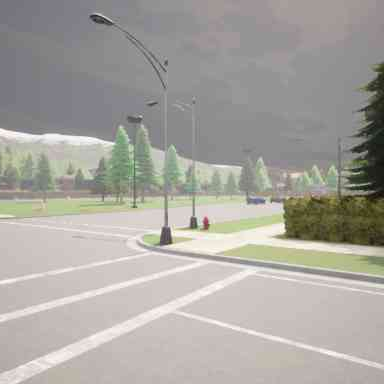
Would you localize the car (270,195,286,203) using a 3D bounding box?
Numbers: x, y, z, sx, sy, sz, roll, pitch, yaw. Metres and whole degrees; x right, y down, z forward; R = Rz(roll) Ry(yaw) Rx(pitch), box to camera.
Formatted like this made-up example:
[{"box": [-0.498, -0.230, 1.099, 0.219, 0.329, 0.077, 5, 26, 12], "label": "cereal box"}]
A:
[{"box": [17.518, 1.353, 67.408, 2.097, 1.767, 4.553, 0, 0, 36], "label": "car"}]

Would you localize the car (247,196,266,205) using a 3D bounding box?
[{"box": [11.572, 1.478, 59.183, 1.882, 1.535, 5.008, 0, 0, 36], "label": "car"}]

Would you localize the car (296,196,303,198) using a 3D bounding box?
[{"box": [18.739, 1.478, 57.148, 1.882, 1.535, 5.008, 0, 0, 36], "label": "car"}]
